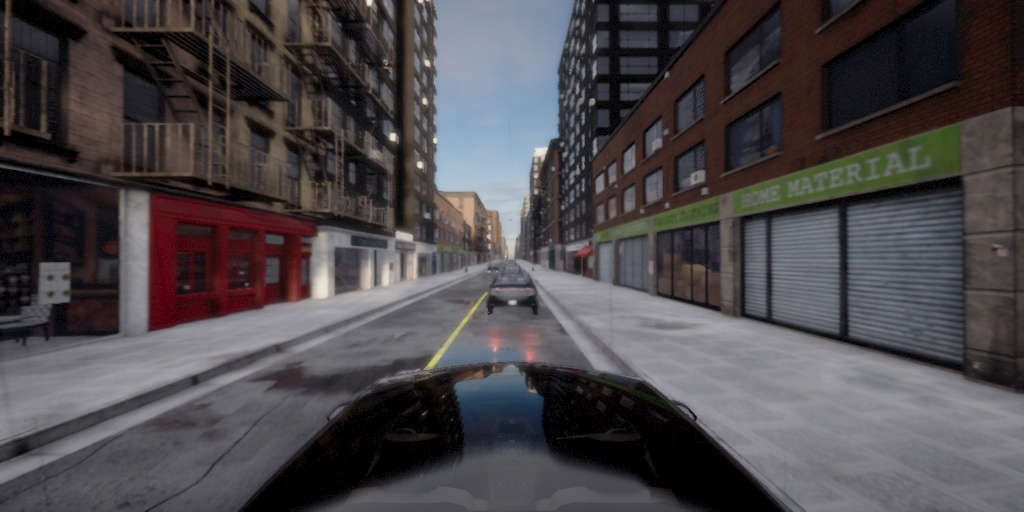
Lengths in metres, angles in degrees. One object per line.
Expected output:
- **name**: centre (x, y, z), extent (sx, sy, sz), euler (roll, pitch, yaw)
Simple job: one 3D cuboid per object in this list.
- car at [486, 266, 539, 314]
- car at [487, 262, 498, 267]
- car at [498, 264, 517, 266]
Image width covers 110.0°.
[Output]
- **car**: centre (0.039, 1.343, 14.252), extent (2.128, 1.511, 4.902), euler (0, 0, 0)
- **car**: centre (-3.071, 1.730, 59.734), extent (2.033, 1.411, 5.357), euler (0, 0, 1)
- **car**: centre (0.031, 1.478, 29.278), extent (1.837, 1.490, 4.892), euler (0, 0, 1)
